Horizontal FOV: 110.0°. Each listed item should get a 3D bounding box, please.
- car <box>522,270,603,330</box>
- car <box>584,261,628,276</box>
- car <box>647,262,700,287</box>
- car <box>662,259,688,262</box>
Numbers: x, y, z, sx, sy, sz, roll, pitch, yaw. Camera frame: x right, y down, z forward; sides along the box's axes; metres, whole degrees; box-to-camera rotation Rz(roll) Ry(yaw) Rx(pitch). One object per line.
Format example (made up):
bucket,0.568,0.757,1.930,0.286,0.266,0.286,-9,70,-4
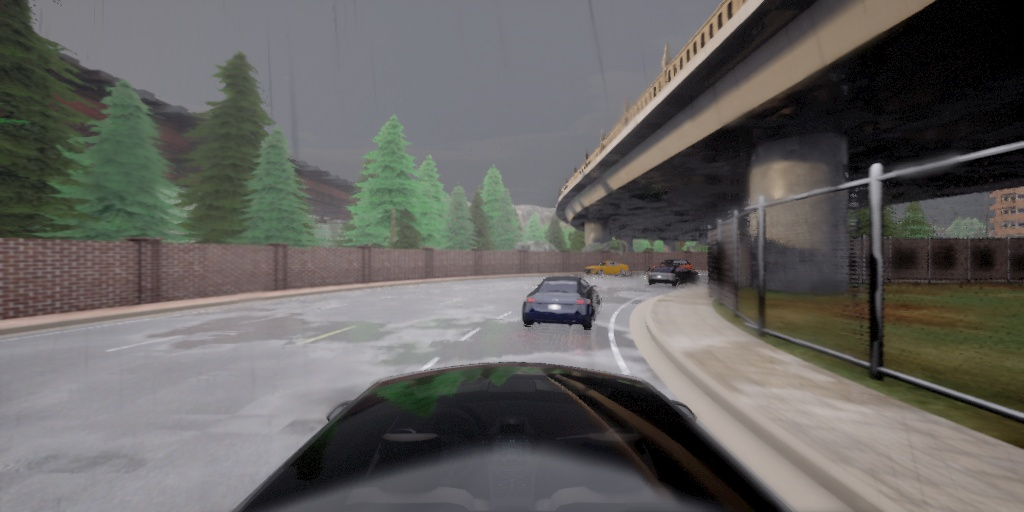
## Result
car,1.690,1.314,11.351,1.994,1.385,4.181,0,0,16
car,9.494,1.232,36.261,5.008,1.535,1.882,0,0,-28
car,11.208,1.323,24.754,4.181,1.385,1.994,0,0,-39
car,15.558,1.115,35.292,4.553,1.767,2.097,0,0,-20
